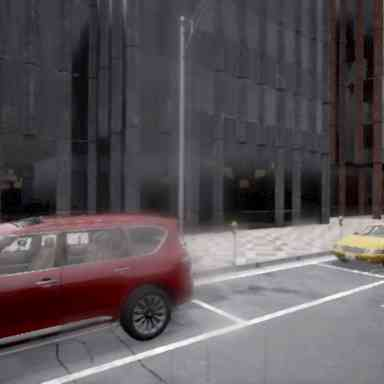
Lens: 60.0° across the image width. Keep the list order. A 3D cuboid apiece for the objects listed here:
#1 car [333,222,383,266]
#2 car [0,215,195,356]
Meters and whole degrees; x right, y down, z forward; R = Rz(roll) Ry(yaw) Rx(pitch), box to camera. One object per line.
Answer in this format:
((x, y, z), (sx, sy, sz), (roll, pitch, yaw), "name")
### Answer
((6.757, 1.647, 11.483), (4.829, 1.417, 1.752), (1, 0, -36), "car")
((-2.274, 1.324, 5.029), (5.009, 1.841, 2.192), (1, 0, -36), "car")
